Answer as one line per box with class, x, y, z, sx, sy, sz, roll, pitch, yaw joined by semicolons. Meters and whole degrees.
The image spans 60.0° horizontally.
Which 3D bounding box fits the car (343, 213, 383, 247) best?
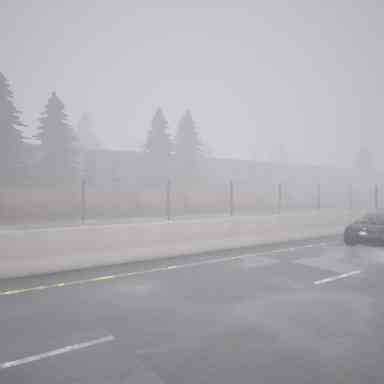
car;8.269;1.572;14.066;4.181;1.385;1.994;0;0;-35
